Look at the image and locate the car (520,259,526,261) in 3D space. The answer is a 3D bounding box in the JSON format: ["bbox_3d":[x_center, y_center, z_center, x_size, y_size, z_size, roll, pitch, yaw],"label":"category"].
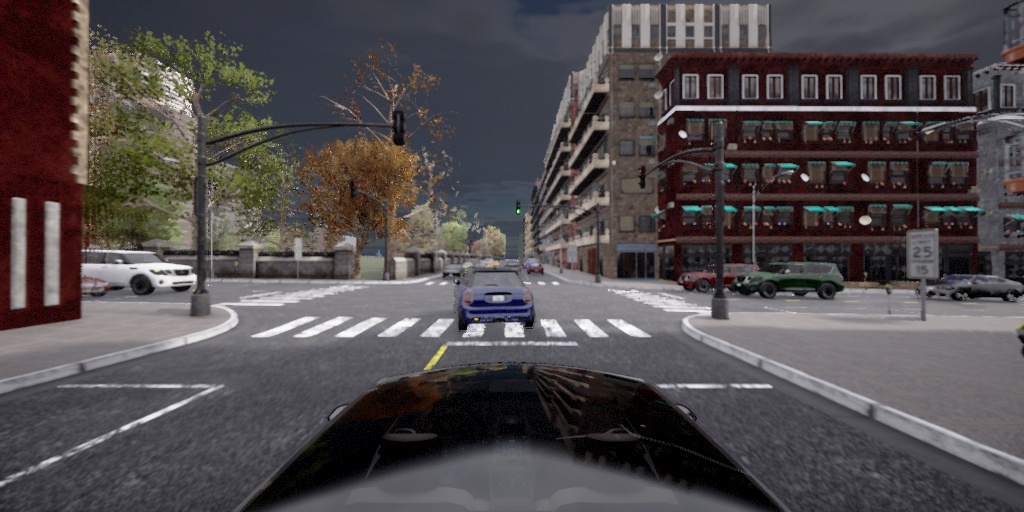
[{"bbox_3d":[0.105,1.383,38.837,2.128,1.511,4.902,0,0,0],"label":"car"}]

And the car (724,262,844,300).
[{"bbox_3d":[15.764,1.354,20.623,5.566,2.045,2.150,1,0,-1],"label":"car"}]

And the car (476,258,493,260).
[{"bbox_3d":[-3.077,1.394,44.385,1.882,1.535,5.008,0,0,0],"label":"car"}]

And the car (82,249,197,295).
[{"bbox_3d":[-18.349,0.721,17.128,5.566,2.045,2.150,1,0,1],"label":"car"}]

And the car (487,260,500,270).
[{"bbox_3d":[-3.025,1.461,58.792,1.882,1.535,5.008,0,-1,1],"label":"car"}]

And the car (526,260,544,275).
[{"bbox_3d":[2.698,1.447,41.153,1.888,1.381,4.507,0,0,0],"label":"car"}]

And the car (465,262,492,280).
[{"bbox_3d":[-3.086,1.364,34.206,2.128,1.511,4.902,0,0,0],"label":"car"}]

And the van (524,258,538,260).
[{"bbox_3d":[2.699,1.267,46.784,1.690,1.789,3.998,0,0,0],"label":"van"}]

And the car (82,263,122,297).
[{"bbox_3d":[-18.960,1.052,14.498,4.207,1.307,1.802,0,0,-1],"label":"car"}]

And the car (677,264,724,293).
[{"bbox_3d":[13.453,1.424,23.179,5.009,1.841,2.192,0,0,-1],"label":"car"}]

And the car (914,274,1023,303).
[{"bbox_3d":[26.288,1.815,20.710,4.902,1.511,2.128,1,0,0],"label":"car"}]

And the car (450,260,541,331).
[{"bbox_3d":[-0.768,1.134,11.436,2.097,1.767,4.553,0,0,-11],"label":"car"}]

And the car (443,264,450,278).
[{"bbox_3d":[-5.684,1.444,35.525,1.948,1.339,4.313,0,0,0],"label":"car"}]
